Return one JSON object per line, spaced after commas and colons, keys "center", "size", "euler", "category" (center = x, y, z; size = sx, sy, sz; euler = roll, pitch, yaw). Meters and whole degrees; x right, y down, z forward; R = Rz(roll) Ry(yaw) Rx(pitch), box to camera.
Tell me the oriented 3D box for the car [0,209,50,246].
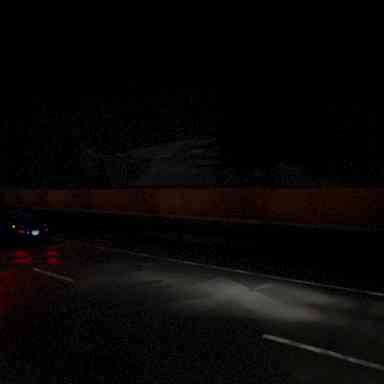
{"center": [-8.229, 1.508, 15.326], "size": [4.674, 1.442, 1.812], "euler": [0, 0, 41], "category": "car"}
